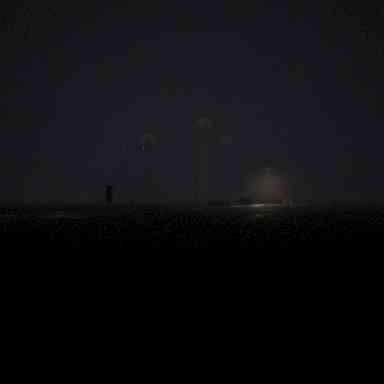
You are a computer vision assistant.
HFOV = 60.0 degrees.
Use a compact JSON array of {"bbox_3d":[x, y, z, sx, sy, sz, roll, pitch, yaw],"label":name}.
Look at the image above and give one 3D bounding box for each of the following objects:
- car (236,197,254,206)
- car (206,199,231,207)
[{"bbox_3d":[10.194,1.817,63.998,1.837,1.490,4.892,1,0,36],"label":"car"},{"bbox_3d":[4.496,1.800,55.962,2.033,1.411,5.357,1,0,36],"label":"car"}]
